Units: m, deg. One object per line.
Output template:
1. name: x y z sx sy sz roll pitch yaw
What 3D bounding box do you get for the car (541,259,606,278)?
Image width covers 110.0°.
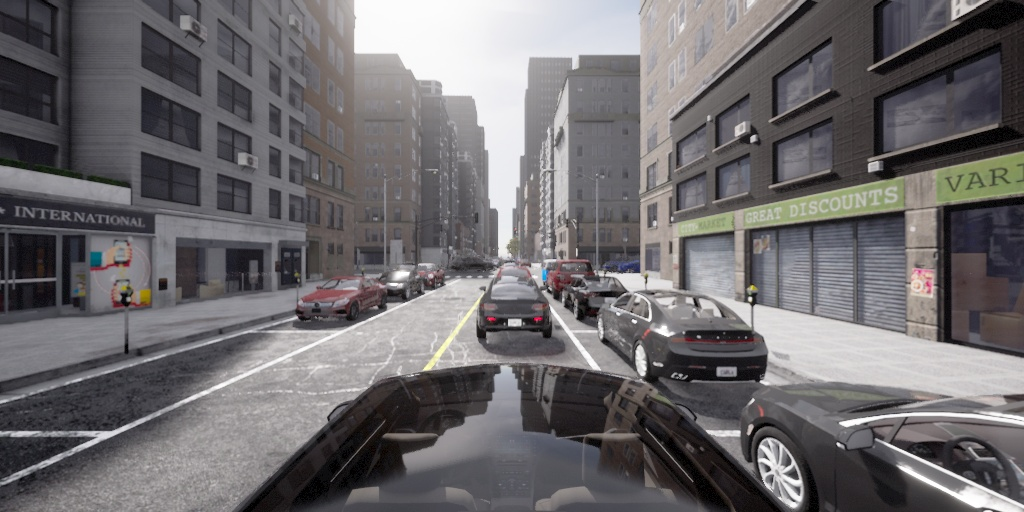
1. car: 2.864 1.095 18.000 2.192 1.841 5.009 0 0 0

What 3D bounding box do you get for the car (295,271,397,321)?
1. car: -5.664 1.352 12.471 1.802 1.307 4.207 0 0 0

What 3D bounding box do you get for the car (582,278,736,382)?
1. car: 2.860 1.310 6.953 2.007 1.370 4.403 0 0 0

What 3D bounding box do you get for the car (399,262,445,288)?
1. car: -5.661 1.230 23.521 1.967 1.591 4.097 0 0 0

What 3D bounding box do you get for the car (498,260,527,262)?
1. car: 0.071 1.303 27.709 1.837 1.490 4.892 0 0 2

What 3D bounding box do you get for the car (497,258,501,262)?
1. car: -3.220 1.430 62.047 2.033 1.411 5.357 0 0 -1

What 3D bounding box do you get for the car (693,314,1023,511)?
1. car: 2.859 1.300 1.429 2.007 1.370 4.403 0 0 0

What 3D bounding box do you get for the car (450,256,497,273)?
1. car: -5.155 1.060 46.073 5.566 2.045 2.150 0 1 -31

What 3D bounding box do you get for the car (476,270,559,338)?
1. car: 0.040 1.291 10.138 1.812 1.442 4.674 0 0 -1

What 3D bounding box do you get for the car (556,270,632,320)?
1. car: 2.862 1.336 12.476 1.948 1.339 4.313 0 0 0

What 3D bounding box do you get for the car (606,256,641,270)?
1. car: 14.844 1.044 47.056 5.566 2.045 2.150 0 0 2

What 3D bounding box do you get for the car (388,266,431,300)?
1. car: -5.662 1.346 17.996 1.948 1.339 4.313 0 0 0

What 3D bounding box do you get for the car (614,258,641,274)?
1. car: 14.526 1.280 40.374 5.008 1.535 1.882 0 0 0

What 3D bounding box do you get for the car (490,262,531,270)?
1. car: 0.103 1.257 17.537 1.882 1.535 5.008 0 0 0
